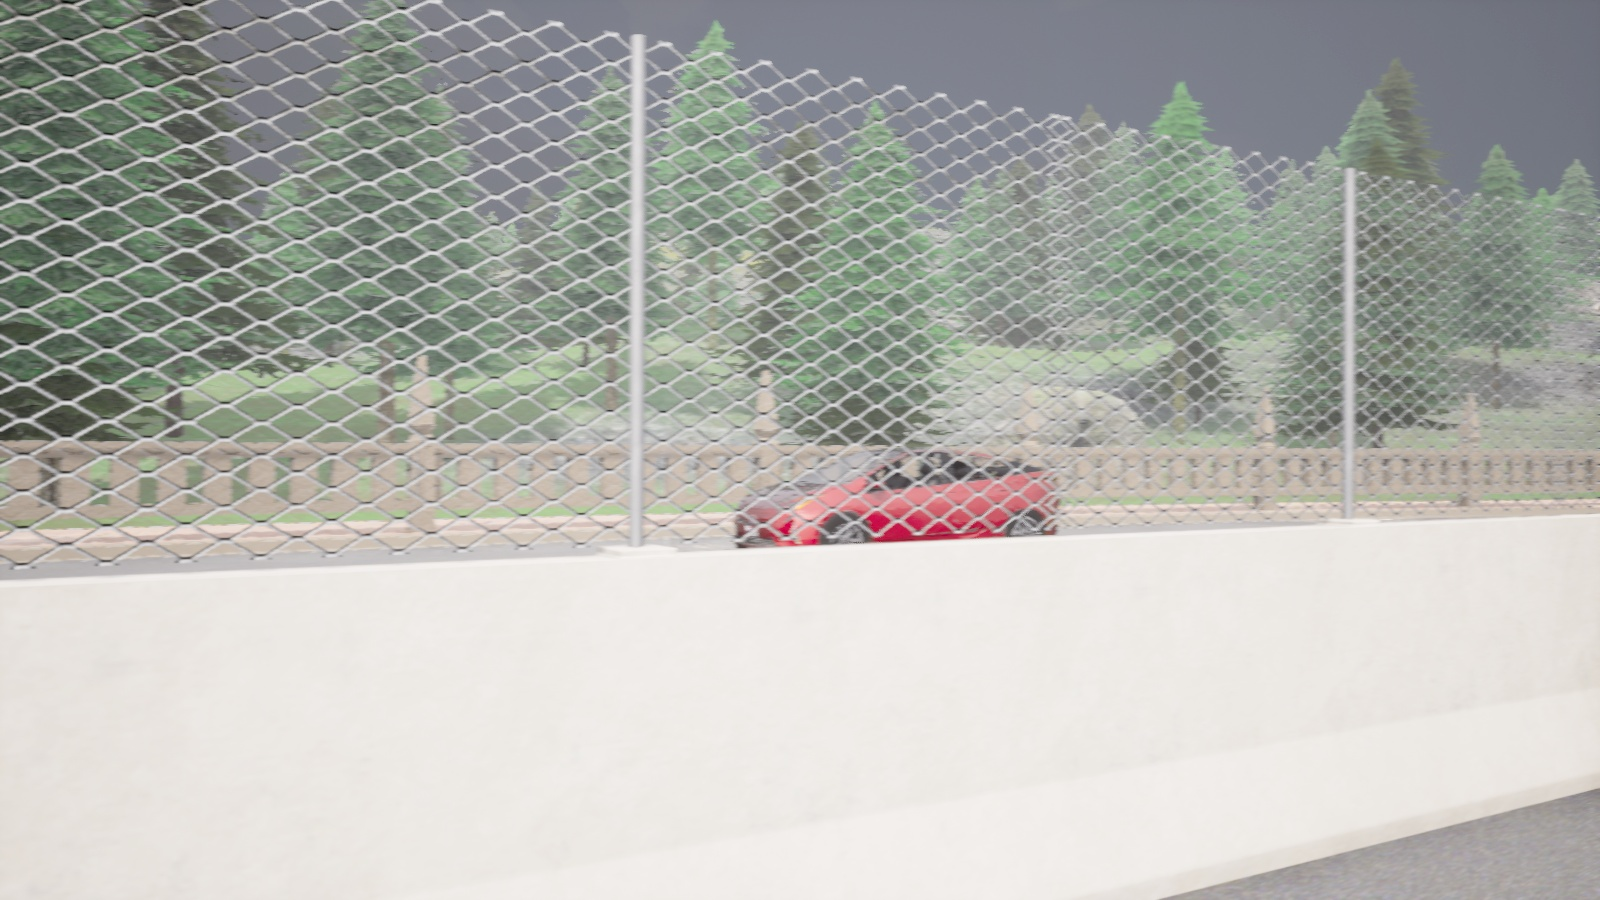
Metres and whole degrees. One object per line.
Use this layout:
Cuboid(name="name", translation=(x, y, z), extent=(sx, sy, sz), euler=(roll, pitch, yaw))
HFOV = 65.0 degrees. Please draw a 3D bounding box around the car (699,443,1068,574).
Cuboid(name="car", translation=(1.141, 0.679, 16.626), extent=(4.514, 1.525, 2.007), euler=(0, 0, -29))
